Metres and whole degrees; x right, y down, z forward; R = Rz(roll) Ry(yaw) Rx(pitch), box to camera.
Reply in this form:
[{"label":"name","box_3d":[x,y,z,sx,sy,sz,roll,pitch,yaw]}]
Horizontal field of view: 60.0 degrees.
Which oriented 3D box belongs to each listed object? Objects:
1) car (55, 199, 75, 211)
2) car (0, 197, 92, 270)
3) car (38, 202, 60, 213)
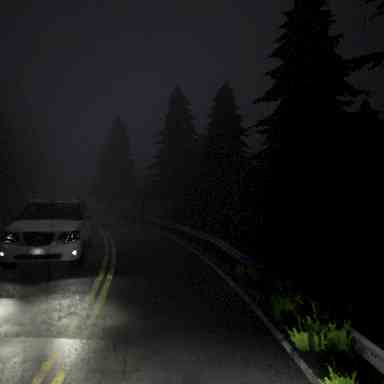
[{"label":"car","box_3d":[-16.046,1.664,41.826,2.033,1.411,5.357,2,-4,-24]},{"label":"car","box_3d":[-4.677,1.208,11.455,2.150,2.045,5.566,1,0,-13]},{"label":"car","box_3d":[-22.011,2.440,51.356,1.837,1.490,4.892,0,-6,-7]}]
